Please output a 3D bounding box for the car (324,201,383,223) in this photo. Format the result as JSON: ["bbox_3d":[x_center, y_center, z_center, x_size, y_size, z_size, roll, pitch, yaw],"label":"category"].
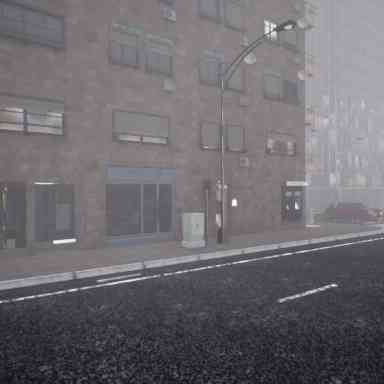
[{"bbox_3d":[13.512,1.576,27.876,2.097,1.767,4.553,-1,-1,-33],"label":"car"}]
